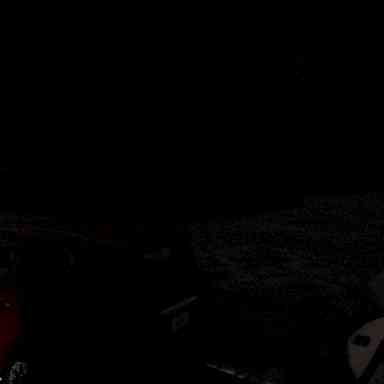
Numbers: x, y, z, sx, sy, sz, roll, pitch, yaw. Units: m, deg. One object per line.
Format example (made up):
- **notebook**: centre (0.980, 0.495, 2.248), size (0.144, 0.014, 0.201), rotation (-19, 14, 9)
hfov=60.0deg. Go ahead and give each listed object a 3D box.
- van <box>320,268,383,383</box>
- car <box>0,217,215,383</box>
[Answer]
- **van**: centre (2.546, 1.353, 1.257), size (3.998, 1.788, 1.690), rotation (1, 1, 35)
- **car**: centre (-2.055, 1.279, 4.534), size (5.009, 1.841, 2.192), rotation (1, 1, 35)
